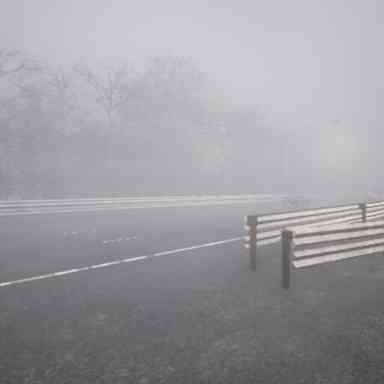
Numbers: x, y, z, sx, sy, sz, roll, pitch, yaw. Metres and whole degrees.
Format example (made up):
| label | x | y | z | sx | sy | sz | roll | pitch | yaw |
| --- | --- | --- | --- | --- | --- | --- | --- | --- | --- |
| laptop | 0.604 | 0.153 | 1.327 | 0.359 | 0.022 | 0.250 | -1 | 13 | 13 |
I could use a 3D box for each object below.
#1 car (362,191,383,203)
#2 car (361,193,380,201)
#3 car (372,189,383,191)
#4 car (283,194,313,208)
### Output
| label | x | y | z | sx | sy | sz | roll | pitch | yaw |
| --- | --- | --- | --- | --- | --- | --- | --- | --- | --- |
| car | 26.027 | 0.928 | 47.812 | 1.812 | 1.442 | 4.674 | 1 | 1 | 42 |
| car | 32.491 | 0.871 | 60.383 | 1.895 | 1.301 | 4.718 | 0 | 1 | 43 |
| car | 29.378 | 0.576 | 51.634 | 2.150 | 2.045 | 5.566 | 1 | 0 | 43 |
| car | 12.076 | 1.011 | 37.851 | 1.837 | 1.490 | 4.892 | 0 | 0 | 43 |
